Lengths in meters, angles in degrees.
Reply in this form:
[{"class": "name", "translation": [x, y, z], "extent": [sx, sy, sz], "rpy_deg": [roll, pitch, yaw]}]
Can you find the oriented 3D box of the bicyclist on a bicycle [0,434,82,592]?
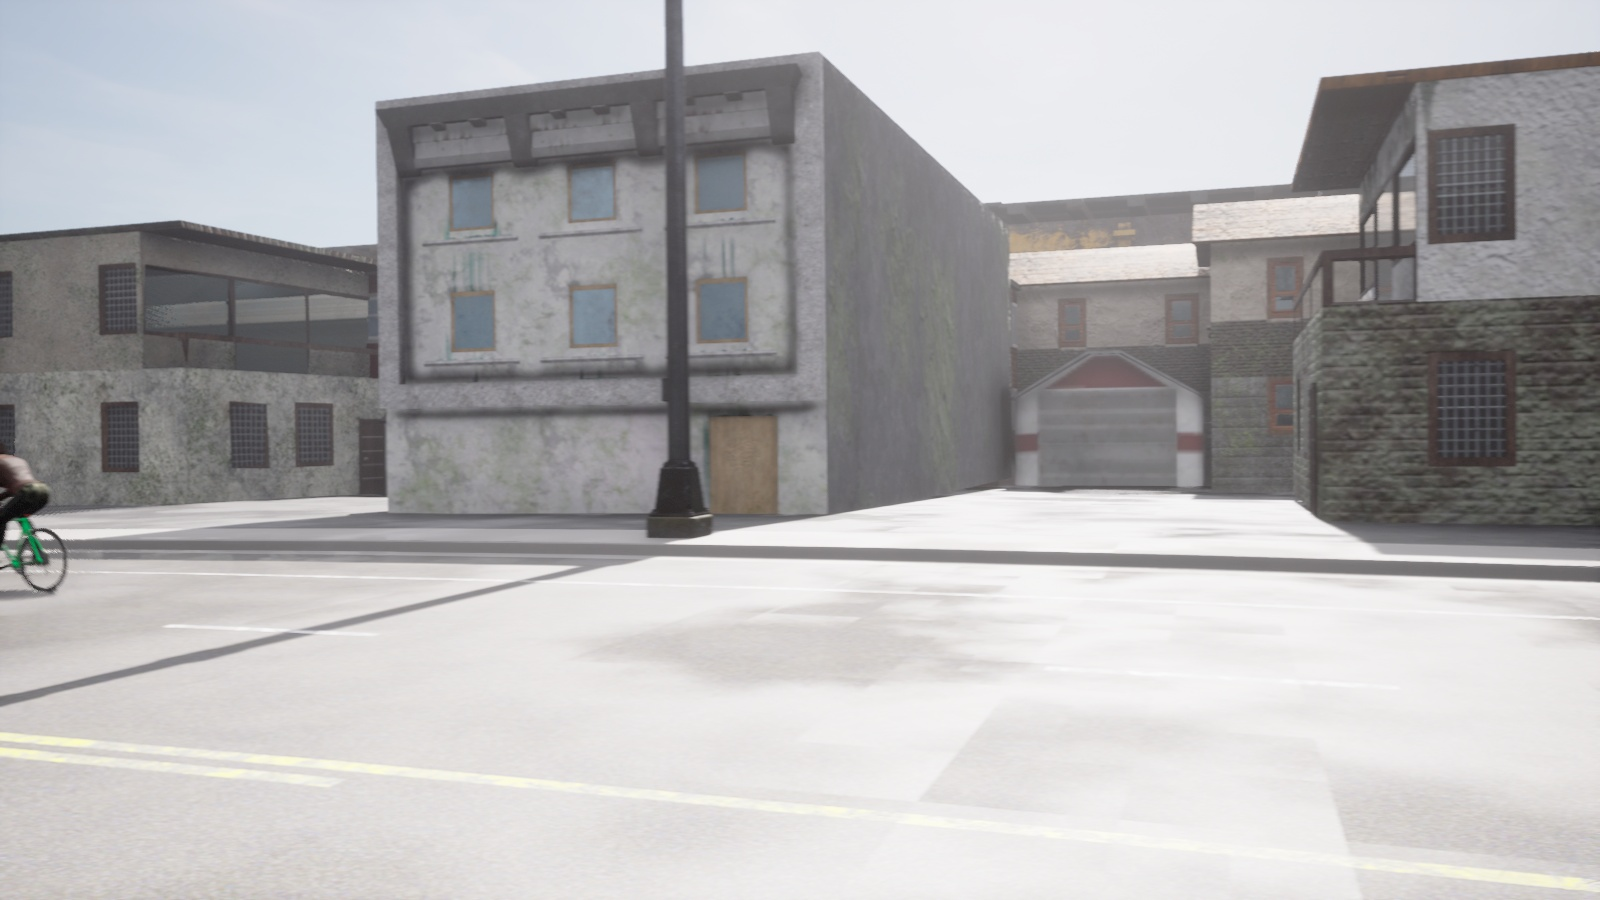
[{"class": "bicyclist on a bicycle", "translation": [-8.614, 0.662, 13.478], "extent": [1.656, 1.620, 0.582], "rpy_deg": [-1, 0, 19]}]
